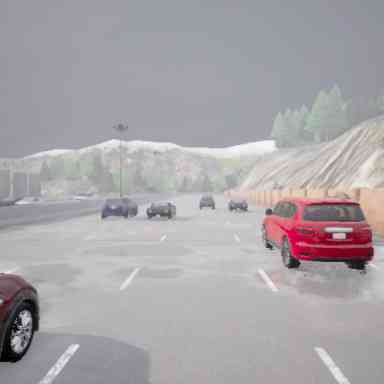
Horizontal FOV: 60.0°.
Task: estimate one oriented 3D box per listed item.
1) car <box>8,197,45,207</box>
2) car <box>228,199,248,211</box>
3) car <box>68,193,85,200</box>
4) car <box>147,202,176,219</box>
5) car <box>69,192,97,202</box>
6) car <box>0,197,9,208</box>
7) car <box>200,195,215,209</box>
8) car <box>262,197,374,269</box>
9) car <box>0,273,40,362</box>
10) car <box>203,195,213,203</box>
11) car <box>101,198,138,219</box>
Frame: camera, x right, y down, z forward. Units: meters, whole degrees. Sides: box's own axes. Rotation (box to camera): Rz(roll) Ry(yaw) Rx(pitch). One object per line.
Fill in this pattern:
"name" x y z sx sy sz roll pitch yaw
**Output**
"car" -19.433 1.391 39.885 1.812 1.442 4.674 0 0 4
"car" 5.164 1.471 37.934 1.895 1.301 4.718 0 0 4
"car" -24.845 0.873 71.666 1.837 1.490 4.892 0 0 2
"car" -2.455 1.506 27.925 1.895 1.301 4.718 0 0 3
"car" -15.444 1.062 47.998 2.150 2.045 5.566 0 0 3
"car" -22.784 1.335 42.385 1.882 1.535 5.008 0 0 4
"car" 1.996 1.343 43.165 2.128 1.511 4.902 0 0 4
"car" 3.831 1.185 11.118 2.150 2.045 5.566 0 0 2
"car" -3.300 1.341 3.042 2.097 1.767 4.553 0 0 1
"car" 2.996 1.260 64.074 1.882 1.535 5.008 0 0 2
"car" -5.937 1.257 27.860 2.097 1.767 4.553 0 0 3
